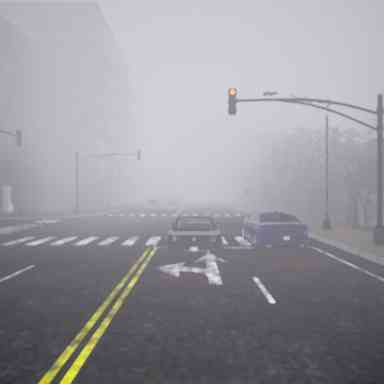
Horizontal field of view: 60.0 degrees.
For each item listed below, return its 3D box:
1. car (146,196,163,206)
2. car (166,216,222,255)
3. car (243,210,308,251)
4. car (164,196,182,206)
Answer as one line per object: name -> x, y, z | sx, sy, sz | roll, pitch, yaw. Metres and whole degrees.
car -> -6.367, 1.593, 55.037 | 1.994, 1.385, 4.181 | 0, 0, 1
car -> 0.101, 1.604, 13.306 | 1.895, 1.301, 4.718 | 0, 0, 1
car -> 3.360, 1.481, 14.187 | 1.882, 1.535, 5.008 | 0, 0, 1
car -> -3.117, 1.629, 54.985 | 1.895, 1.301, 4.718 | 0, 0, 1
